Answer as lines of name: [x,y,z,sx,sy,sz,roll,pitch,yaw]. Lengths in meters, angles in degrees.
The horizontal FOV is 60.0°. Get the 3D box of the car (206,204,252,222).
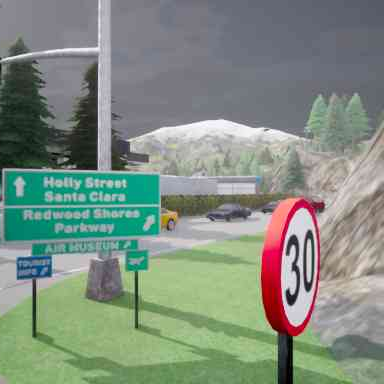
car: [3.364,1.739,29.092,2.033,1.411,5.357,0,0,36]

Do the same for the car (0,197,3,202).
car: [-12.363,1.505,26.047,1.905,1.878,3.866,0,0,35]

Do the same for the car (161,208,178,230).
car: [-2.906,1.669,20.472,1.882,1.535,5.008,0,0,36]

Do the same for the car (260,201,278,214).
car: [9.650,1.739,37.708,2.033,1.411,5.357,0,0,36]

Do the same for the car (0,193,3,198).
car: [-38.568,1.489,69.987,4.514,1.523,2.007,0,0,35]

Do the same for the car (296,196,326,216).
car: [12.637,1.413,35.559,2.150,2.045,5.566,0,0,36]
